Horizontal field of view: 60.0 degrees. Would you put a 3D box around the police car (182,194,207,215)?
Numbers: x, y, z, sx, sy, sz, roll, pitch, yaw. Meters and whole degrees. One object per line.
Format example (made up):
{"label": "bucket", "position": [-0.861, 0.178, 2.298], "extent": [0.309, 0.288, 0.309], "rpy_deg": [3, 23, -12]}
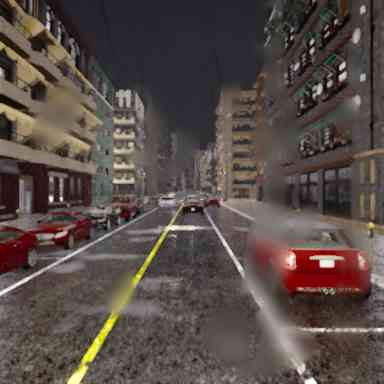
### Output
{"label": "police car", "position": [0.087, 1.268, 31.062], "extent": [2.038, 1.542, 4.974], "rpy_deg": [0, 1, 0]}

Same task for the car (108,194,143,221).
{"label": "car", "position": [-5.310, 1.118, 24.900], "extent": [2.192, 1.841, 5.009], "rpy_deg": [1, 0, 0]}

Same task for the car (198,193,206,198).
{"label": "car", "position": [2.553, 0.868, 85.218], "extent": [2.008, 1.369, 4.403], "rpy_deg": [1, 0, 0]}

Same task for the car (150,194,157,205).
{"label": "car", "position": [-5.323, 1.207, 47.097], "extent": [1.802, 1.307, 4.206], "rpy_deg": [1, 0, 0]}

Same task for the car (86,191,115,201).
{"label": "car", "position": [-17.578, 0.722, 64.151], "extent": [5.009, 1.841, 2.192], "rpy_deg": [0, 0, 0]}

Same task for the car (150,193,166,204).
{"label": "car", "position": [-5.327, 1.021, 52.645], "extent": [1.967, 1.590, 4.097], "rpy_deg": [1, 0, 0]}

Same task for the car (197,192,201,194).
{"label": "car", "position": [0.021, 1.100, 47.434], "extent": [1.882, 1.535, 5.008], "rpy_deg": [0, 0, 0]}

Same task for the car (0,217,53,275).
{"label": "car", "position": [-5.309, 1.516, 8.255], "extent": [1.802, 1.307, 4.206], "rpy_deg": [1, 0, 0]}

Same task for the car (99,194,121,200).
{"label": "car", "position": [-17.642, 1.007, 72.029], "extent": [4.313, 1.339, 1.947], "rpy_deg": [0, 0, 0]}

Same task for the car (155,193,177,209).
{"label": "car", "position": [-2.843, 1.215, 39.002], "extent": [1.812, 1.442, 4.674], "rpy_deg": [0, 0, 0]}

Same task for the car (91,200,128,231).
{"label": "car", "position": [-5.312, 1.398, 19.353], "extent": [2.008, 1.369, 4.403], "rpy_deg": [1, 0, 0]}

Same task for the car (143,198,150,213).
{"label": "car", "position": [-5.314, 1.324, 30.451], "extent": [1.947, 1.339, 4.313], "rpy_deg": [1, 0, 0]}

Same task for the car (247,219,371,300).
{"label": "car", "position": [2.573, 1.375, 8.277], "extent": [1.967, 1.590, 4.097], "rpy_deg": [1, 0, 0]}

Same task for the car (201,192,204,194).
{"label": "car", "position": [2.563, 1.065, 47.120], "extent": [1.967, 1.590, 4.097], "rpy_deg": [1, 0, 0]}

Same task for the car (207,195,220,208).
{"label": "car", "position": [2.563, 1.251, 41.572], "extent": [1.802, 1.307, 4.206], "rpy_deg": [1, 0, 0]}

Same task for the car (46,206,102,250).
{"label": "car", "position": [-5.311, 1.473, 13.804], "extent": [1.802, 1.307, 4.206], "rpy_deg": [1, 0, 0]}
